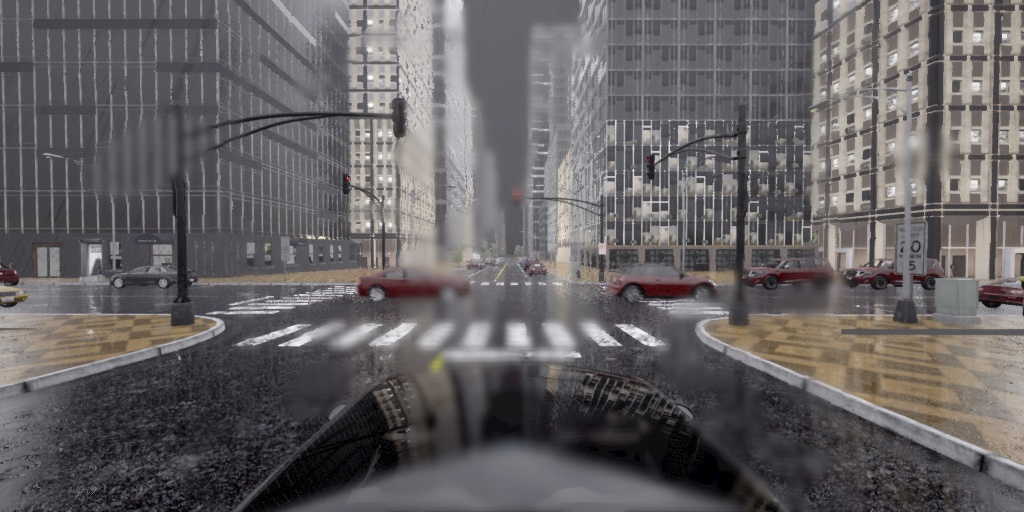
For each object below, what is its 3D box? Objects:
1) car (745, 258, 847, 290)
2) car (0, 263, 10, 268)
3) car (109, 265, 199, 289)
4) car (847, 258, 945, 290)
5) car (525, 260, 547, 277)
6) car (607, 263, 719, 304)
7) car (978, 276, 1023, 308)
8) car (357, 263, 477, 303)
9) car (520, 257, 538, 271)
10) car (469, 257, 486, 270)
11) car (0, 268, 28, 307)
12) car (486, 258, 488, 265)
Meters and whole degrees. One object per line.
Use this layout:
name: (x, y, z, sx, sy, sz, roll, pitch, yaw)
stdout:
car: (16.566, 1.024, 21.629, 5.009, 1.841, 2.192, 0, 0, 0)
car: (-32.560, 1.078, 21.459, 4.097, 1.591, 1.967, 0, 0, 0)
car: (-21.444, 1.205, 21.553, 4.403, 1.370, 2.007, 0, 0, 0)
car: (22.898, 1.032, 21.642, 5.009, 1.841, 2.192, 0, 0, 0)
car: (2.541, 1.319, 35.767, 1.802, 1.307, 4.207, 0, 0, 0)
car: (6.723, 1.126, 16.159, 4.553, 1.767, 2.097, 0, 1, 0)
car: (20.183, 1.417, 13.498, 4.207, 1.307, 1.802, 0, 0, 0)
car: (-4.298, 1.230, 16.143, 5.008, 1.535, 1.882, 0, 0, 0)
car: (2.565, 1.046, 46.816, 2.192, 1.841, 5.009, 0, 0, 0)
car: (-5.302, 1.168, 52.318, 1.967, 1.591, 4.097, 0, 0, 0)
car: (-21.258, 1.301, 13.414, 4.829, 1.417, 1.751, 0, 0, 0)
car: (-5.300, 1.307, 57.843, 1.802, 1.307, 4.207, 0, 0, 0)
